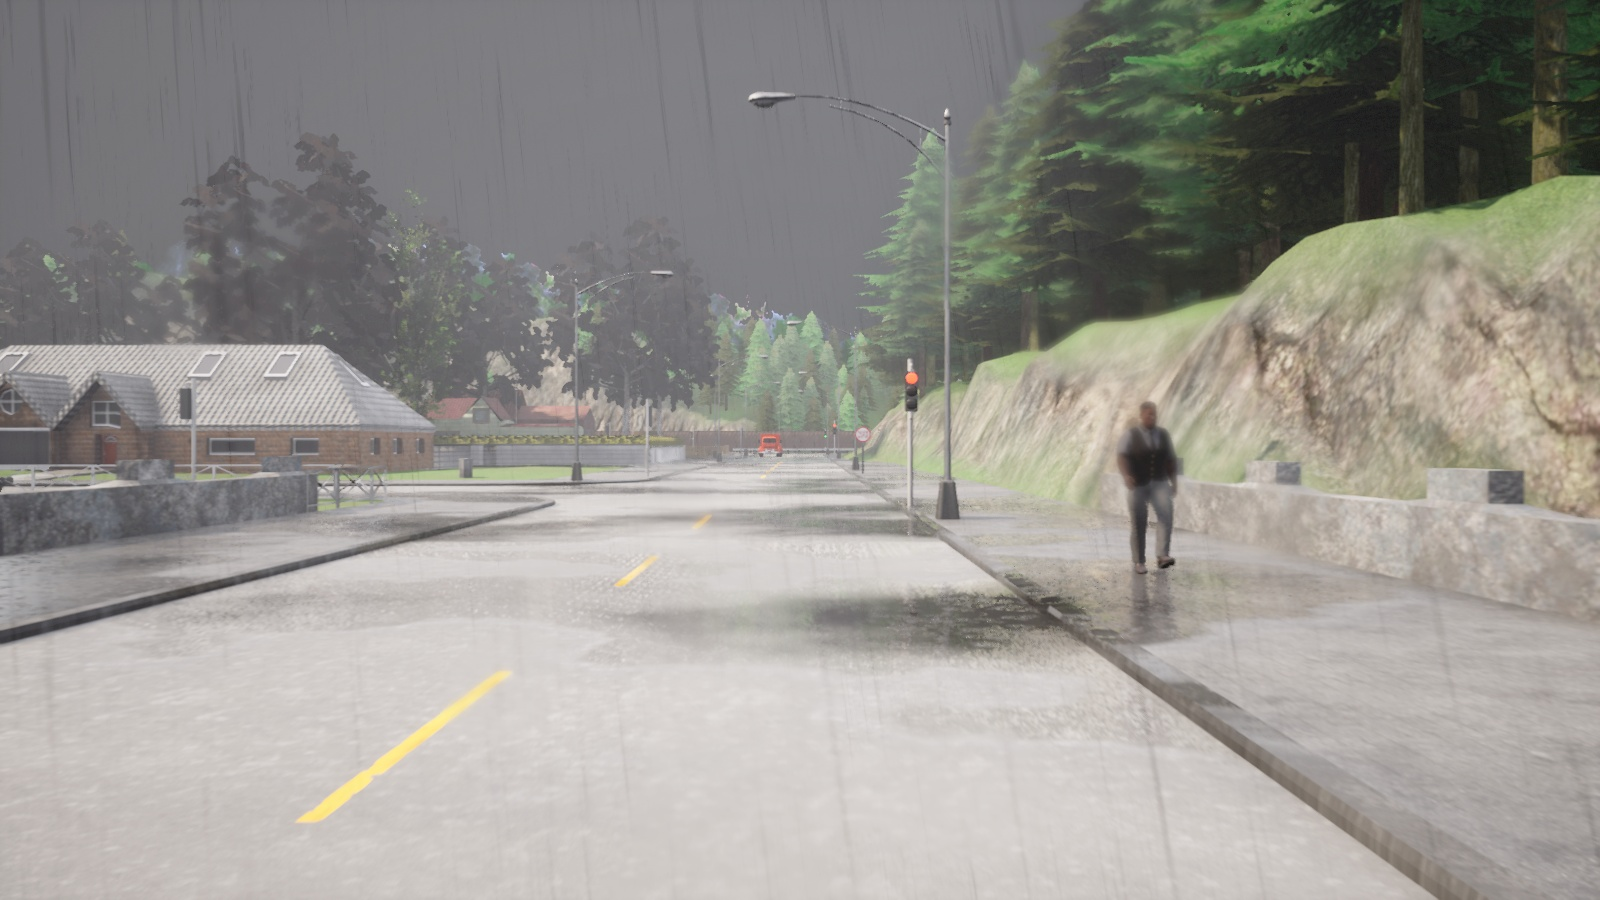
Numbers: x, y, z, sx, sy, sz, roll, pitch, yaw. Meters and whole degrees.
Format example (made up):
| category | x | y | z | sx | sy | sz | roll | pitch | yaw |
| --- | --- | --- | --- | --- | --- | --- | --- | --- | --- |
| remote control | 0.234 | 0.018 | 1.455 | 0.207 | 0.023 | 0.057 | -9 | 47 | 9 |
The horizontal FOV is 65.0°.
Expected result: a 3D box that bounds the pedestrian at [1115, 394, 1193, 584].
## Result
| category | x | y | z | sx | sy | sz | roll | pitch | yaw |
| --- | --- | --- | --- | --- | --- | --- | --- | --- | --- |
| pedestrian | 3.620 | 0.387 | 12.881 | 0.563 | 1.883 | 0.849 | 0 | 0 | 0 |
